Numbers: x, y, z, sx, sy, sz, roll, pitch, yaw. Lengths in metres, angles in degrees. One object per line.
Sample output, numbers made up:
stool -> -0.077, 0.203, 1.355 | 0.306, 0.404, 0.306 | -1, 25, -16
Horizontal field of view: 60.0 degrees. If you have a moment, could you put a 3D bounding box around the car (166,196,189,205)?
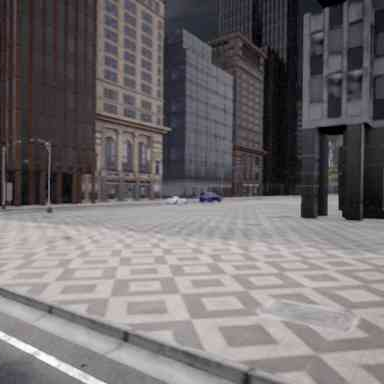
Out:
car -> -2.449, 1.423, 55.499 | 1.812, 1.442, 4.674 | 1, 1, 36

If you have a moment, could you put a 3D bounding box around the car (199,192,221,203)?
car -> 3.500, 1.074, 63.981 | 2.150, 2.045, 5.566 | 1, 1, 35
